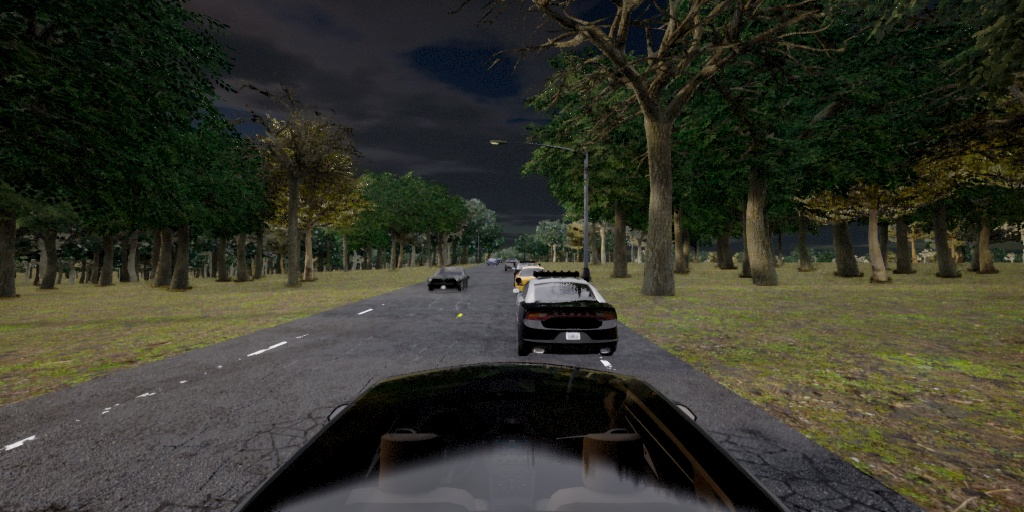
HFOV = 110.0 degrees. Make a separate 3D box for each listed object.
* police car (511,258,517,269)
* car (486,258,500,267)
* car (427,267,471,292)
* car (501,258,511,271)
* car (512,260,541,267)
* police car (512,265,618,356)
[{"bbox_3d":[1.060,1.148,24.770,1.930,1.638,5.238,0,0,0],"label":"police car"},{"bbox_3d":[-3.534,1.113,63.854,1.812,1.442,4.674,0,0,0],"label":"car"},{"bbox_3d":[-3.594,1.333,21.019,1.895,1.301,4.718,0,0,0],"label":"car"},{"bbox_3d":[0.037,1.130,45.977,2.128,1.511,4.902,0,0,1],"label":"car"},{"bbox_3d":[1.057,1.192,18.850,1.801,1.575,5.366,0,0,0],"label":"car"},{"bbox_3d":[1.054,1.174,8.767,1.930,1.638,5.238,0,0,0],"label":"police car"}]
